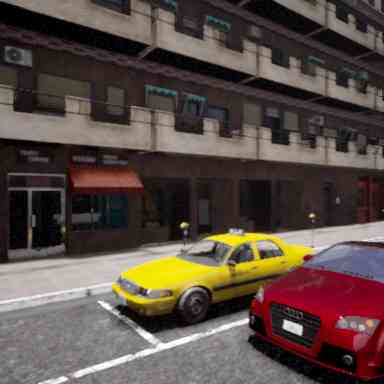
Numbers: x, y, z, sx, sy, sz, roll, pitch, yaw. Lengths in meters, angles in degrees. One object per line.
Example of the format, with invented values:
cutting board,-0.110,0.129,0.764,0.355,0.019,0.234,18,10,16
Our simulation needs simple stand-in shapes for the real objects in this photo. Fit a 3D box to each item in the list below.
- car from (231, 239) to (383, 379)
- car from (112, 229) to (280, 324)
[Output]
car,2.897,1.546,5.446,4.181,1.385,1.994,0,0,-36
car,0.769,1.510,7.106,4.829,1.417,1.752,0,0,-36
